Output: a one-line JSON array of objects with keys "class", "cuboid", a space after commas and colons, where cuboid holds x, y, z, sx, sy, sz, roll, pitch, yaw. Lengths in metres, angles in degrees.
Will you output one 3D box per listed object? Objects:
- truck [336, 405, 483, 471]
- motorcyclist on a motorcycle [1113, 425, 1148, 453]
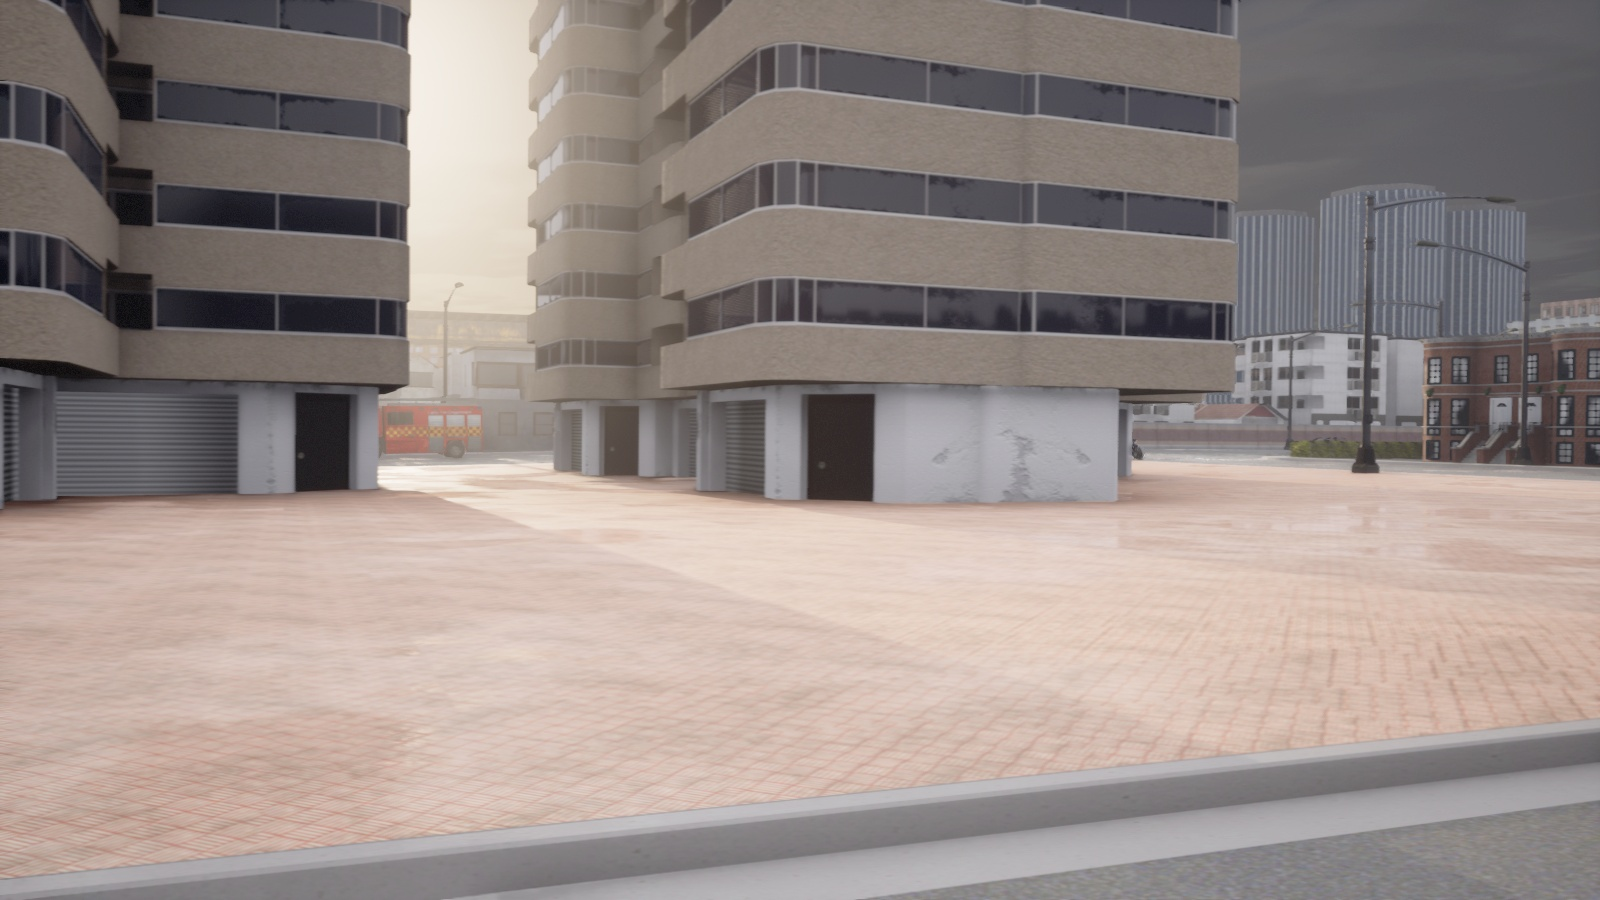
[{"class": "truck", "cuboid": [-24.687, -0.810, 79.448, 8.468, 3.827, 2.891, -2, 2, -22]}, {"class": "motorcyclist on a motorcycle", "cuboid": [19.557, -0.661, 74.292, 0.766, 1.649, 2.350, -1, 1, -21]}]
